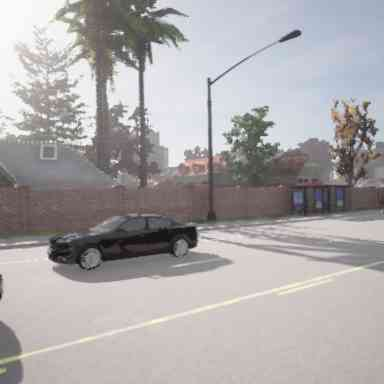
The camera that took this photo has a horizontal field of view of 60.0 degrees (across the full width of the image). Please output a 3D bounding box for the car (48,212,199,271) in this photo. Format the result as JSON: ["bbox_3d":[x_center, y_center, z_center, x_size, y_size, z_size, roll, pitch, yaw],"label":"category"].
[{"bbox_3d":[-2.087,1.460,11.098,5.008,1.535,1.882,0,0,-35],"label":"car"}]

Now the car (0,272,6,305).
[{"bbox_3d":[-5.331,1.501,4.488,4.902,1.511,2.128,0,0,-35],"label":"car"}]
